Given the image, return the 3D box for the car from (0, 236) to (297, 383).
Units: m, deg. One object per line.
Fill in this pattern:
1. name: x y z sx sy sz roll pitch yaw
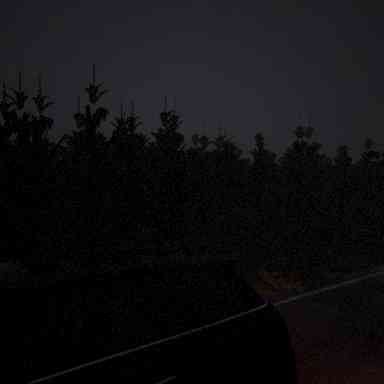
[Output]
1. car: -1.237 1.353 2.739 4.553 1.767 2.097 0 0 -36
